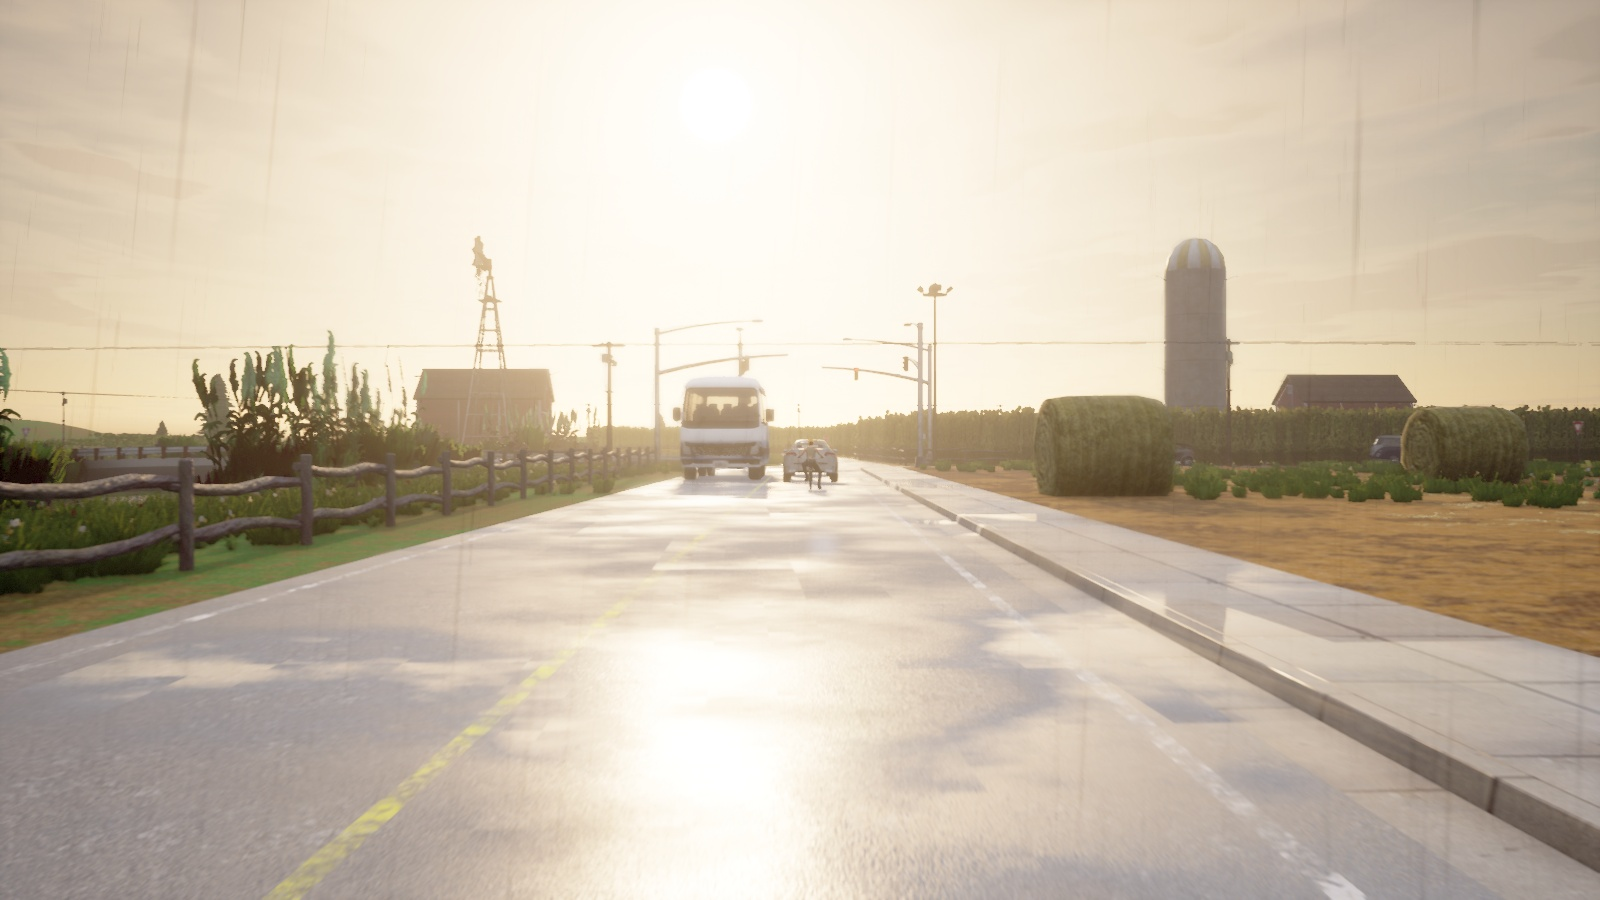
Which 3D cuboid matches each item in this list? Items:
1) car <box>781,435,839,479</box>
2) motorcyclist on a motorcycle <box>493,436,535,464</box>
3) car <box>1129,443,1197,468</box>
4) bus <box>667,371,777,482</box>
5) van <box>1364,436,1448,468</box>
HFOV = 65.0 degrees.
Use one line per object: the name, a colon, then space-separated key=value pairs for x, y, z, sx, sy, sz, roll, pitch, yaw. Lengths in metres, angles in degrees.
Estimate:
car: x=0.404 y=0.248 z=49.188 sx=2.152 sy=1.651 sz=5.027 roll=0 pitch=0 yaw=0
motorcyclist on a motorcycle: x=-17.188 y=0.006 z=75.486 sx=2.191 sy=1.530 sz=0.866 roll=3 pitch=0 yaw=3
car: x=22.787 y=0.334 z=78.962 sx=3.705 sy=1.549 sz=1.789 roll=0 pitch=0 yaw=-3
bus: x=-3.087 y=-0.933 z=53.296 sx=3.944 sy=4.253 sz=10.273 roll=0 pitch=0 yaw=0
van: x=38.420 y=0.117 z=79.649 sx=4.442 sy=1.987 sz=1.775 roll=0 pitch=0 yaw=-3
